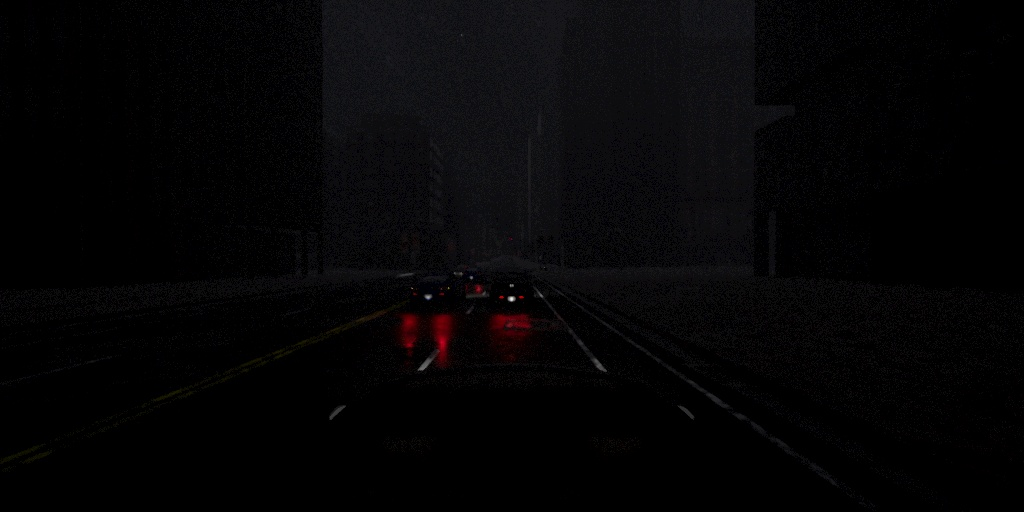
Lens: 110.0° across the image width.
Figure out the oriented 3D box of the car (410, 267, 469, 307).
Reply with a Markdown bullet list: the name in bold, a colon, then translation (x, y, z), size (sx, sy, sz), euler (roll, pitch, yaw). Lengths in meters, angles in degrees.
- **car**: translation (-3.255, 1.419, 16.237), size (1.812, 1.442, 4.674), euler (0, 0, 0)

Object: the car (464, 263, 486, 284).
- **car**: translation (-3.265, 1.589, 31.242), size (1.812, 1.442, 4.674), euler (0, 0, 0)

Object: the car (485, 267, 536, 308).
- **car**: translation (-0.006, 1.401, 16.162), size (1.837, 1.490, 4.892), euler (0, 0, 0)

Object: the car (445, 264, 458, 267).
- **car**: translation (-9.793, 1.929, 57.596), size (2.033, 1.411, 5.357), euler (0, -1, 0)
